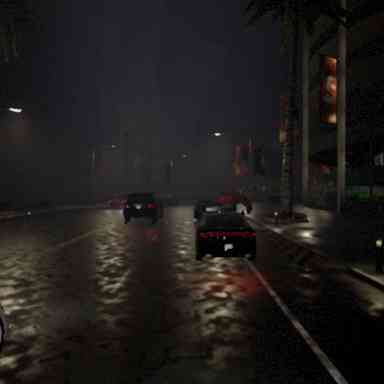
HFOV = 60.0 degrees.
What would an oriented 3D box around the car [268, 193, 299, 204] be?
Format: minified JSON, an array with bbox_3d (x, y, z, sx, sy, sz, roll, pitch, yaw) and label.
[{"bbox_3d":[14.314,1.107,53.179,5.008,1.535,1.882,0,0,-35],"label":"car"}]

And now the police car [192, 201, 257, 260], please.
[{"bbox_3d":[1.053,1.340,12.122,1.930,1.638,5.238,0,0,0],"label":"police car"}]

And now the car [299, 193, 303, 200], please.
[{"bbox_3d":[22.216,0.991,68.366,5.008,1.535,1.882,0,0,-17],"label":"car"}]

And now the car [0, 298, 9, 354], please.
[{"bbox_3d":[-3.401,1.507,2.591,1.812,1.442,4.674,0,0,0],"label":"car"}]

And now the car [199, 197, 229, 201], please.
[{"bbox_3d":[1.055,1.324,22.013,1.882,1.535,5.008,0,0,0],"label":"car"}]

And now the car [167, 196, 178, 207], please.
[{"bbox_3d":[-3.569,1.257,41.689,2.033,1.411,5.357,0,0,24],"label":"car"}]

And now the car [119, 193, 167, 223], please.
[{"bbox_3d":[-3.351,1.055,23.754,2.150,2.045,5.566,0,0,1],"label":"car"}]

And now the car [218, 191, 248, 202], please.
[{"bbox_3d":[5.439,0.914,43.796,2.150,2.045,5.566,0,0,36],"label":"car"}]

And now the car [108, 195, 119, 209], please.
[{"bbox_3d":[-8.007,1.078,39.318,2.097,1.767,4.553,0,0,20],"label":"car"}]

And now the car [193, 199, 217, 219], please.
[{"bbox_3d":[1.131,1.333,27.588,1.812,1.442,4.674,0,0,4],"label":"car"}]
